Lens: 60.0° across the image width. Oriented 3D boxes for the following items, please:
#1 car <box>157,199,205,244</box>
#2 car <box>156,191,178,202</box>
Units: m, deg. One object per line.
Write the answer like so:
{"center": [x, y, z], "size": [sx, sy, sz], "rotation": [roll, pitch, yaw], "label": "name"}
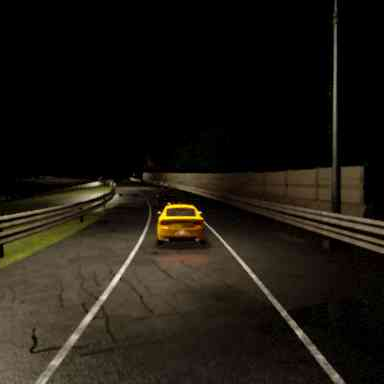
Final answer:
{"center": [-0.538, 1.306, 14.928], "size": [1.882, 1.535, 5.008], "rotation": [0, 1, -4], "label": "car"}
{"center": [-2.467, 0.713, 33.049], "size": [1.837, 1.490, 4.892], "rotation": [0, 3, -8], "label": "car"}
